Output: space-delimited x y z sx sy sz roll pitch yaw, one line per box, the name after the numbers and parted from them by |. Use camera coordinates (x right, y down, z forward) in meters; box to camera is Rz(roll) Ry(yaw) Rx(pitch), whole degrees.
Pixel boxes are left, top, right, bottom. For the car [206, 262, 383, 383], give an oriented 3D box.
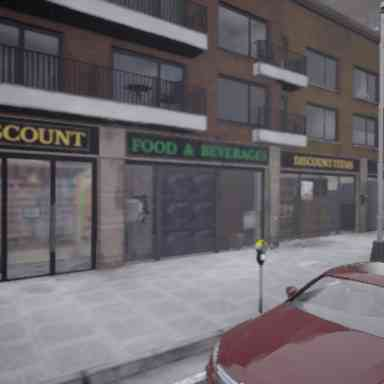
2.122 1.557 3.834 4.206 1.307 1.802 0 1 -34 | car
